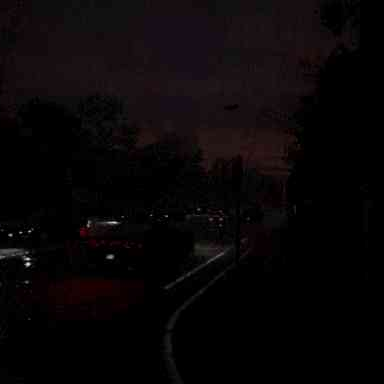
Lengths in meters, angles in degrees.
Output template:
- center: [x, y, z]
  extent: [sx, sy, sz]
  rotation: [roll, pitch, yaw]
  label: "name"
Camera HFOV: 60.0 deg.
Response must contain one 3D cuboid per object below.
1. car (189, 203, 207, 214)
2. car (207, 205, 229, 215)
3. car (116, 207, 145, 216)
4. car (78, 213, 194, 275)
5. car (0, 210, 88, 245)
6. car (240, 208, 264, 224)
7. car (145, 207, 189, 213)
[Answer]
- center: [0.844, 2.466, 50.345]
  extent: [2.097, 1.767, 4.553]
  rotation: [1, -1, 19]
  label: "car"
- center: [4.138, 2.695, 49.172]
  extent: [1.837, 1.490, 4.892]
  rotation: [1, -1, 19]
  label: "car"
- center: [-5.614, 2.108, 31.902]
  extent: [1.994, 1.385, 4.181]
  rotation: [1, -1, 19]
  label: "car"
- center: [-1.444, 1.695, 11.470]
  extent: [1.882, 1.535, 5.008]
  rotation: [1, -1, 19]
  label: "car"
- center: [-7.124, 1.696, 16.781]
  extent: [1.837, 1.490, 4.892]
  rotation: [1, -1, 19]
  label: "car"
- center: [6.014, 2.341, 33.124]
  extent: [2.128, 1.511, 4.902]
  rotation: [1, -1, 19]
  label: "car"
- center: [-2.190, 2.210, 31.100]
  extent: [1.895, 1.301, 4.718]
  rotation: [1, -1, 19]
  label: "car"
